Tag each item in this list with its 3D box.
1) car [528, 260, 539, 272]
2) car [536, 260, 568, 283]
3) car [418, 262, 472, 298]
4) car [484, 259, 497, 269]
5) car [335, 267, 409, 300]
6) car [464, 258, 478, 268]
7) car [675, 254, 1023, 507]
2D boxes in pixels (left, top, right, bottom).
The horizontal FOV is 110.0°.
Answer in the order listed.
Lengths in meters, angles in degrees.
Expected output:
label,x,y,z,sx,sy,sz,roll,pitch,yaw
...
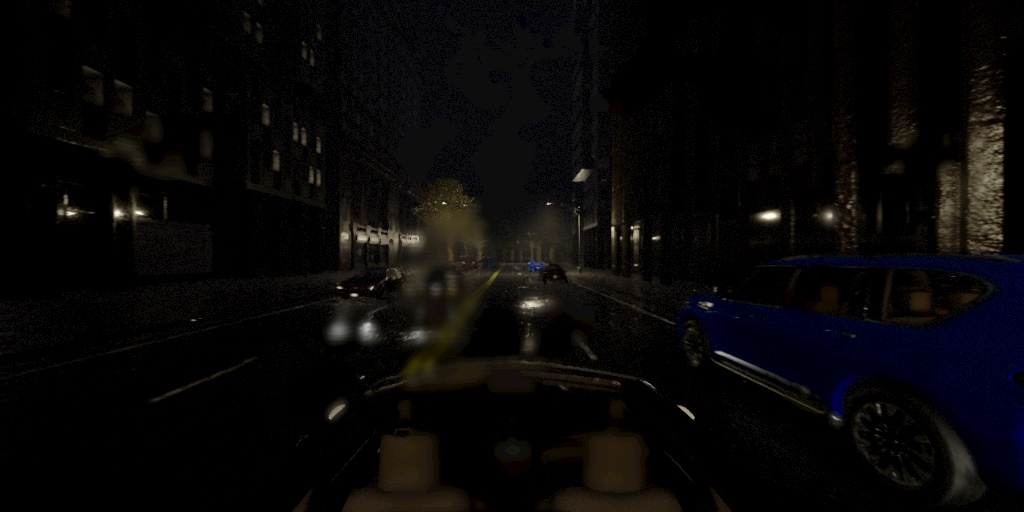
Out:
label,x,y,z,sx,sy,sz,roll,pitch,yaw
car,3.126,1.255,46.066,1.882,1.535,5.008,0,0,0
car,3.179,1.300,27.964,1.812,1.442,4.674,0,0,0
car,-3.406,1.240,18.323,1.837,1.490,4.892,0,0,0
car,-3.526,1.220,58.506,1.882,1.535,5.008,0,0,0
car,-6.657,1.265,17.792,2.033,1.411,5.357,0,0,0
car,-6.777,1.078,58.582,2.097,1.767,4.553,0,0,0
car,4.225,0.999,4.551,2.150,2.045,5.566,0,0,0
